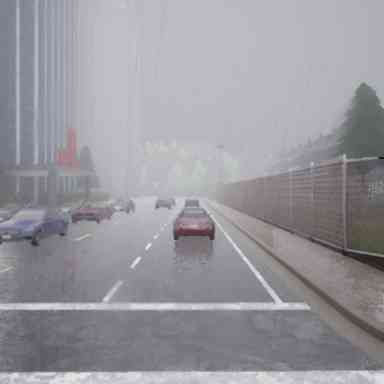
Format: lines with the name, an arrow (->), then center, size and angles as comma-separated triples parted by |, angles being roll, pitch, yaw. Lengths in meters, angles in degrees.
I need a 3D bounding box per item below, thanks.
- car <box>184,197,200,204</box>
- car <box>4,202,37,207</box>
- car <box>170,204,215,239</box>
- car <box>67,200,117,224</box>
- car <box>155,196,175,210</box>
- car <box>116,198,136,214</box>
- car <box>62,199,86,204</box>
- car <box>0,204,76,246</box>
car -> 0.017, 1.356, 43.463 | 1.882, 1.535, 5.008 | 0, 0, 0
car -> -10.593, 1.413, 20.480 | 2.128, 1.511, 4.902 | 0, 0, 0
car -> 0.097, 1.499, 16.899 | 1.994, 1.385, 4.181 | 0, 0, 0
car -> -7.086, 1.516, 24.111 | 1.895, 1.301, 4.718 | 0, 0, 0
car -> -3.506, 1.386, 41.207 | 1.837, 1.490, 4.892 | 0, 0, 0
car -> -7.027, 1.386, 34.129 | 2.128, 1.511, 4.902 | 0, 0, 0
car -> -10.555, 1.392, 30.292 | 2.128, 1.511, 4.902 | 0, 0, 0
car -> -7.082, 1.461, 15.031 | 1.812, 1.442, 4.674 | 0, 0, 0
